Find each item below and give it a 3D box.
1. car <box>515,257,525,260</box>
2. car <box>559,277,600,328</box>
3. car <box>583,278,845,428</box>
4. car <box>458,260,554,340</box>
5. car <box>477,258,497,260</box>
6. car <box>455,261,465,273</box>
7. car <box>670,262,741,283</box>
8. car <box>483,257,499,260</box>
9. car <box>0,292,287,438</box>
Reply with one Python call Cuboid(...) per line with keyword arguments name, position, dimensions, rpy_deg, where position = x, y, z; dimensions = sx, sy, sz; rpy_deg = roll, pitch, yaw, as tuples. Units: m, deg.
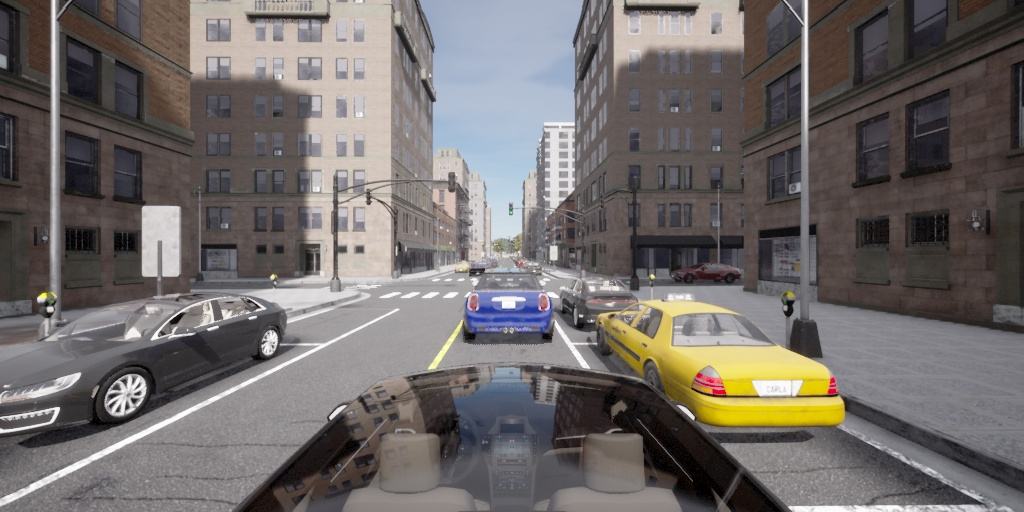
Cuboid(name="car", position=(1.946, 1.182, 60.704), dimensions=(1.967, 1.591, 4.097), rpy_deg=(0, 0, -1))
Cuboid(name="car", position=(2.537, 1.300, 11.105), dimensions=(2.007, 1.370, 4.403), rpy_deg=(0, 0, -1))
Cuboid(name="car", position=(2.604, 1.275, 5.869), dimensions=(1.751, 1.417, 4.829), rpy_deg=(0, 0, -1))
Cuboid(name="car", position=(-0.083, 1.101, 10.100), dimensions=(2.097, 1.767, 4.553), rpy_deg=(0, 0, 0))
Cuboid(name="car", position=(-3.364, 1.293, 46.241), dimensions=(2.033, 1.411, 5.357), rpy_deg=(0, 0, 0))
Cuboid(name="car", position=(-5.874, 1.272, 43.394), dimensions=(1.751, 1.417, 4.829), rpy_deg=(0, 0, -1))
Cuboid(name="car", position=(13.939, 1.186, 25.878), dimensions=(4.674, 1.442, 1.812), rpy_deg=(0, 0, 1))
Cuboid(name="car", position=(-3.477, 1.307, 56.247), dimensions=(1.994, 1.385, 4.181), rpy_deg=(0, 0, -1))
Cuboid(name="car", position=(-5.428, 1.300, 5.603), dimensions=(2.007, 1.370, 4.403), rpy_deg=(0, 0, -1))
